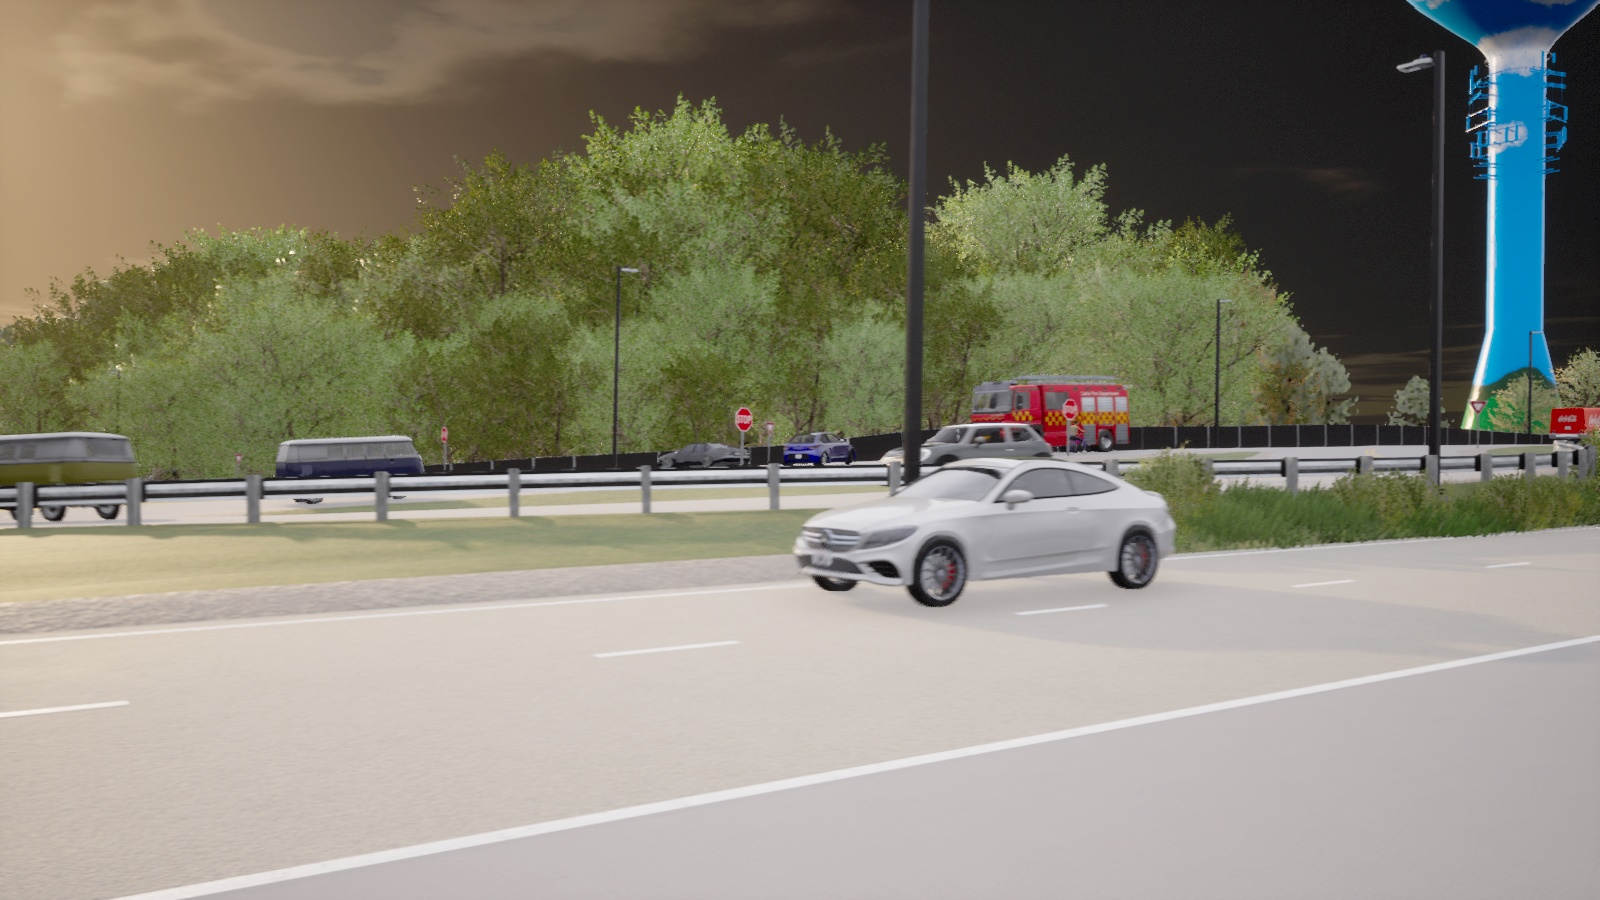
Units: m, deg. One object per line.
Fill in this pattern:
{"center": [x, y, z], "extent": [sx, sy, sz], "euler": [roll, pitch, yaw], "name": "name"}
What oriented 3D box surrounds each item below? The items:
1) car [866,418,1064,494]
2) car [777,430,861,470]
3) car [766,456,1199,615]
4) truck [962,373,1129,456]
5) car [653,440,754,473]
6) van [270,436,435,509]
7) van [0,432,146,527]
{"center": [3.612, 0.113, 27.406], "extent": [3.806, 1.475, 1.970], "euler": [-2, 0, -28], "name": "car"}
{"center": [0.834, -0.025, 51.436], "extent": [1.816, 1.474, 4.193], "euler": [-2, 2, 25], "name": "car"}
{"center": [2.079, 0.795, 13.634], "extent": [4.674, 1.442, 1.812], "euler": [0, 0, -35], "name": "car"}
{"center": [12.165, -1.767, 61.847], "extent": [8.468, 3.827, 2.891], "euler": [-2, 1, -34], "name": "truck"}
{"center": [-4.939, 0.356, 63.413], "extent": [5.357, 1.411, 2.033], "euler": [-3, -4, 44], "name": "car"}
{"center": [-13.812, 0.650, 38.869], "extent": [4.442, 1.987, 1.775], "euler": [-3, 1, -34], "name": "van"}
{"center": [-17.246, 0.711, 28.288], "extent": [4.442, 1.987, 1.775], "euler": [-2, -2, 17], "name": "van"}
